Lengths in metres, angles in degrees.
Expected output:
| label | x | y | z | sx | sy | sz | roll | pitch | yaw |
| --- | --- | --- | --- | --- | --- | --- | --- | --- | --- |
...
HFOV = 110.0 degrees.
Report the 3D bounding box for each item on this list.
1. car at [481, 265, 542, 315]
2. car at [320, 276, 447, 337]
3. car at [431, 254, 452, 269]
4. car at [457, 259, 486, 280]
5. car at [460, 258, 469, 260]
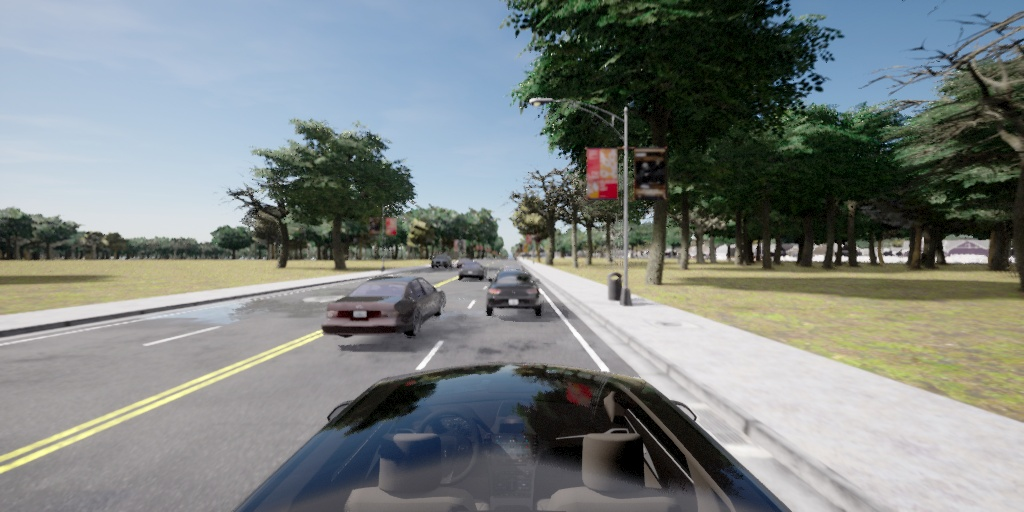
| label | x | y | z | sx | sy | sz | roll | pitch | yaw |
| --- | --- | --- | --- | --- | --- | --- | --- | --- | --- |
| car | 0.070 | 1.234 | 13.162 | 1.812 | 1.442 | 4.674 | 0 | 0 | 1 |
| car | -3.205 | 1.267 | 10.108 | 2.033 | 1.411 | 5.357 | 0 | 0 | 0 |
| car | -9.829 | 0.797 | 50.368 | 2.150 | 2.045 | 5.566 | 0 | 0 | 0 |
| car | -3.175 | 1.213 | 29.448 | 1.994 | 1.385 | 4.181 | 0 | 0 | 0 |
| car | -6.580 | 1.053 | 50.468 | 1.882 | 1.535 | 5.008 | 0 | 0 | 0 |
